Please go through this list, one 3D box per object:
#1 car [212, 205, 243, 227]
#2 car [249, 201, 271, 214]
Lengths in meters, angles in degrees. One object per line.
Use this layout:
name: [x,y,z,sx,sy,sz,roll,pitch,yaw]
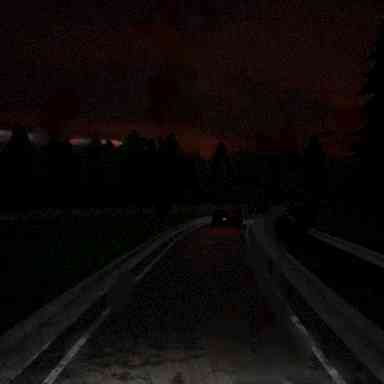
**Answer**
car: [2.688,1.670,24.530,1.882,1.535,5.008,0,0,12]
car: [8.448,1.814,40.979,2.128,1.511,4.902,0,-1,25]
